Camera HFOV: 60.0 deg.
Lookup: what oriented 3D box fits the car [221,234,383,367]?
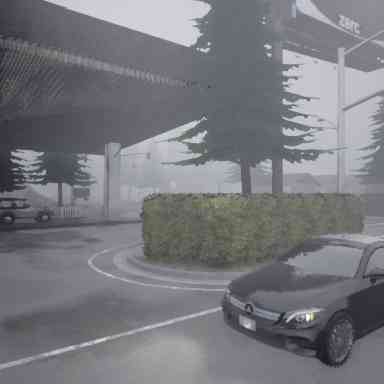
[{"bbox_3d":[2.646,1.526,5.894,4.674,1.442,1.812,0,0,-36],"label":"car"}]

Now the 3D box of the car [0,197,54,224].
[{"bbox_3d":[-11.961,1.313,23.491,3.866,1.878,1.905,0,0,-36],"label":"car"}]
